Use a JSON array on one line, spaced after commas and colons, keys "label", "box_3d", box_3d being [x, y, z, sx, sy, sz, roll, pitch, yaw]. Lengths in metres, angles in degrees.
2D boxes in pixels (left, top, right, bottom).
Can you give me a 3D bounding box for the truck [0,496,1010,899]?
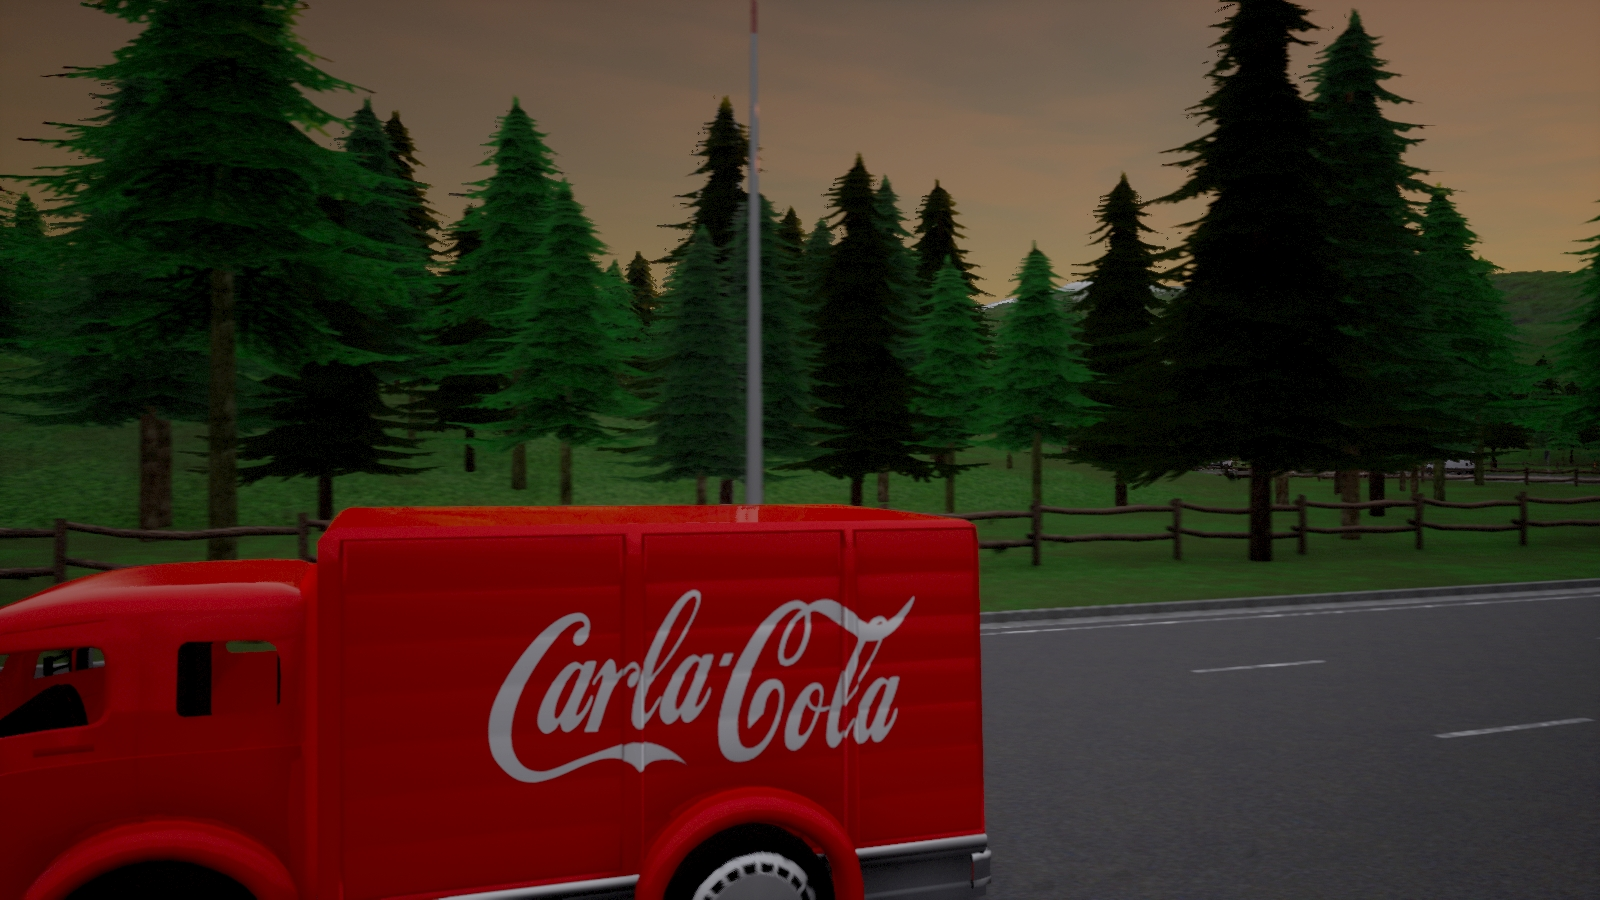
[{"label": "truck", "box_3d": [-1.788, 1.570, 6.373, 5.204, 2.467, 2.627, 0, 0, -20]}]
